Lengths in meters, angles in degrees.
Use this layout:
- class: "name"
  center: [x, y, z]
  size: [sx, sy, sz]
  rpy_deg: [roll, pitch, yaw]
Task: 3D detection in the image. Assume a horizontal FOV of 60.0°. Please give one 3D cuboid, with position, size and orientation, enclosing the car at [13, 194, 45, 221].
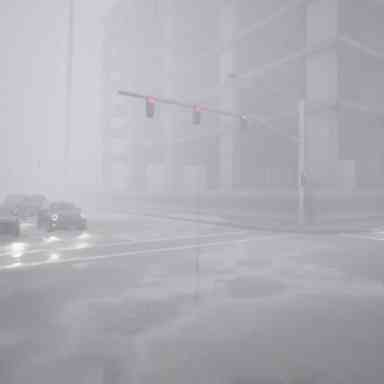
- class: "car"
  center: [-13.487, 1.269, 28.323]
  size: [2.150, 2.045, 5.566]
  rpy_deg: [0, 0, -35]

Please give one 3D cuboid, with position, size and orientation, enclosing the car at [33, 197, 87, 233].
- class: "car"
  center: [-8.008, 1.395, 20.360]
  size: [2.097, 1.767, 4.553]
  rpy_deg: [0, 0, -35]

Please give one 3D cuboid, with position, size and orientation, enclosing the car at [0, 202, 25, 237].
- class: "car"
  center: [-10.522, 1.517, 17.837]
  size: [1.882, 1.535, 5.008]
  rpy_deg: [0, 0, -35]

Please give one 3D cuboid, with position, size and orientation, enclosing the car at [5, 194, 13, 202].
- class: "car"
  center: [-19.362, 1.274, 36.892]
  size: [2.150, 2.045, 5.566]
  rpy_deg: [0, 0, -35]
